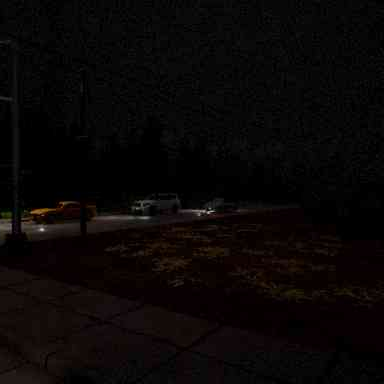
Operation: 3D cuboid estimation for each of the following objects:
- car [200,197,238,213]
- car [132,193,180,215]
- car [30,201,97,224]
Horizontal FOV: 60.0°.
[{"bbox_3d":[3.225,1.436,36.075,1.812,1.442,4.674,0,0,37],"label":"car"},{"bbox_3d":[-3.464,1.174,33.270,2.150,2.045,5.566,0,0,36],"label":"car"},{"bbox_3d":[-9.579,1.484,25.030,1.882,1.535,5.008,0,0,37],"label":"car"}]
